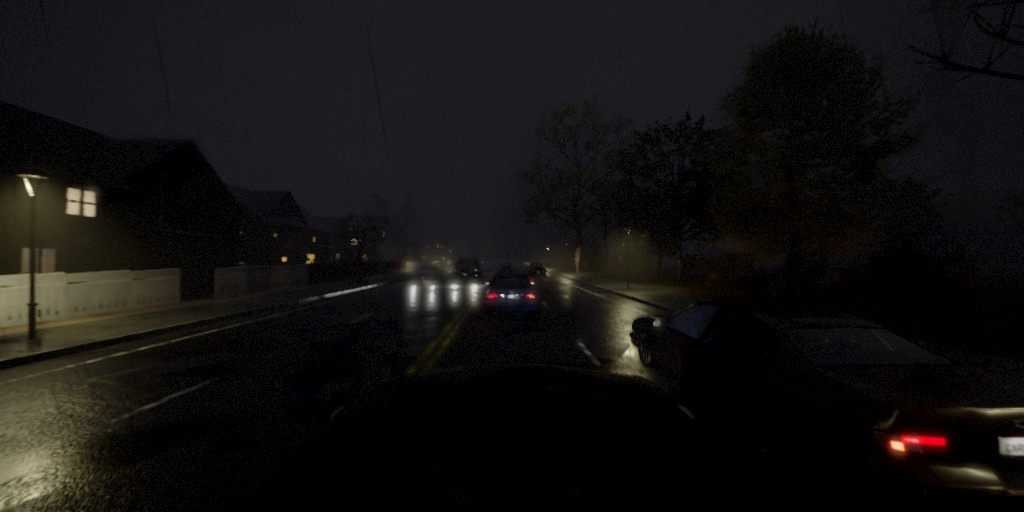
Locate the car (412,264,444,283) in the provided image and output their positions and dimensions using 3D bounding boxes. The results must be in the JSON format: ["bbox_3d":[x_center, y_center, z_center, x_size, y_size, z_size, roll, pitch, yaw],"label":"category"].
[{"bbox_3d":[-6.995,1.444,30.307,1.812,1.442,4.674,0,-1,-1],"label":"car"}]

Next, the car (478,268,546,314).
[{"bbox_3d":[-0.050,1.370,14.052,2.033,1.411,5.357,0,0,-1],"label":"car"}]

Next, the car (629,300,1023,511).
[{"bbox_3d":[3.320,1.312,4.868,2.033,1.411,5.357,0,0,0],"label":"car"}]

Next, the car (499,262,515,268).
[{"bbox_3d":[-0.668,1.507,44.484,1.812,1.442,4.674,0,0,-1],"label":"car"}]

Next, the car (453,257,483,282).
[{"bbox_3d":[-3.754,1.138,31.167,2.150,2.045,5.566,0,0,-1],"label":"car"}]

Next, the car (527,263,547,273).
[{"bbox_3d":[2.684,1.480,39.457,1.812,1.442,4.674,0,0,-1],"label":"car"}]
